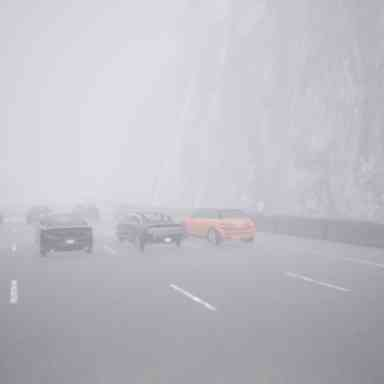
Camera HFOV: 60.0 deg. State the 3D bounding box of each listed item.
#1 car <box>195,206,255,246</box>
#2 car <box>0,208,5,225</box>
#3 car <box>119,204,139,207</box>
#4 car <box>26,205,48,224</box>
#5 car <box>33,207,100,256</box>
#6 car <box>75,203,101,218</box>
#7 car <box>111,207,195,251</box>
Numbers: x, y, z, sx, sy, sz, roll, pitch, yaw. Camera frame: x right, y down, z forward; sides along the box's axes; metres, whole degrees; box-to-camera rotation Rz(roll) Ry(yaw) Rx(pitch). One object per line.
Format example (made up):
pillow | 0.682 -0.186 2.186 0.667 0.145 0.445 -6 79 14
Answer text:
car | 1.075 1.531 16.641 2.097 1.767 4.553 0 -1 -27
car | -15.265 1.726 24.996 1.994 1.385 4.181 0 0 -27
car | -5.548 1.772 29.057 2.033 1.411 5.357 0 0 -28
car | -12.129 1.747 26.555 1.994 1.385 4.181 0 0 -28
car | -5.479 1.620 14.066 1.882 1.535 5.008 0 0 -28
car | -9.086 1.696 28.284 2.128 1.511 4.902 0 0 -27
car | -2.050 1.652 15.060 2.128 1.511 4.902 0 0 -27
